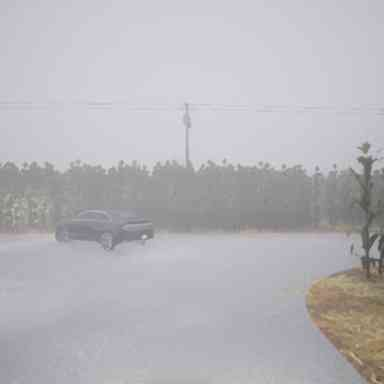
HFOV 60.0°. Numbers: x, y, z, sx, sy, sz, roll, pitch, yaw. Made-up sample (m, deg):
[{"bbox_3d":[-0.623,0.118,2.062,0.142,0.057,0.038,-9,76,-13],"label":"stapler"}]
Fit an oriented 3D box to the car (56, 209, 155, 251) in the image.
[{"bbox_3d":[-3.745,1.443,13.887,4.902,1.511,2.128,0,-1,37],"label":"car"}]
